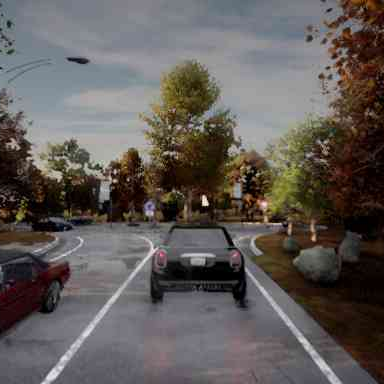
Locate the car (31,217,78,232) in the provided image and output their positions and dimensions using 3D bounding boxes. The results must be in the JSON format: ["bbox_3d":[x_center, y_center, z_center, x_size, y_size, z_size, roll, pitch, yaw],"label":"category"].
[{"bbox_3d":[-14.075,3.204,33.258,5.357,1.411,2.033,-3,-5,39],"label":"car"}]

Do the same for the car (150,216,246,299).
[{"bbox_3d":[0.152,1.553,9.105,2.097,1.767,4.553,0,-2,1],"label":"car"}]

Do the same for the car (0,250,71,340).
[{"bbox_3d":[-3.624,1.688,5.224,1.895,1.301,4.718,0,-1,0],"label":"car"}]

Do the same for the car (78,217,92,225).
[{"bbox_3d":[-18.236,4.618,52.838,1.895,1.301,4.718,-2,-4,27],"label":"car"}]

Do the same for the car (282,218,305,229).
[{"bbox_3d":[11.993,3.654,39.004,1.895,1.301,4.718,-2,-4,28],"label":"car"}]

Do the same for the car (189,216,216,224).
[{"bbox_3d":[1.947,5.107,61.456,4.674,1.442,1.812,0,-4,18],"label":"car"}]
